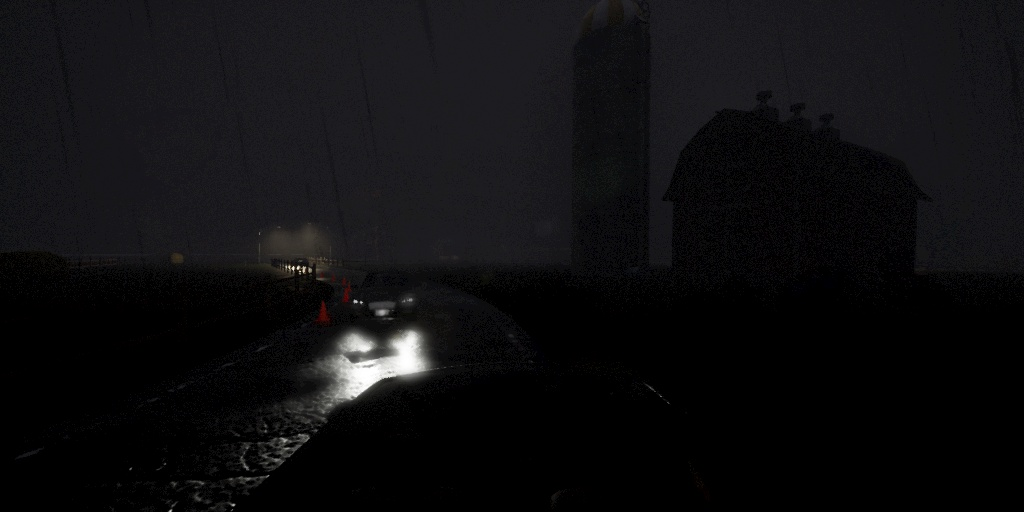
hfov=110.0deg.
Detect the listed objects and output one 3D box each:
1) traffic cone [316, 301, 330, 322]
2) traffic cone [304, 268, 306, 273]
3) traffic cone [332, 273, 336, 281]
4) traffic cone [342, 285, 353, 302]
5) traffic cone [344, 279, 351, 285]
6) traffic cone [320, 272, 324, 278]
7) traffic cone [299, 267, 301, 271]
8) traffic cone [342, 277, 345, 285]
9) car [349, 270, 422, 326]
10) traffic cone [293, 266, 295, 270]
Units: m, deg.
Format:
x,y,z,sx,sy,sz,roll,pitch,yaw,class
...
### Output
x,y,z,sx,sy,sz,roll,pitch,yaw,class
-5.832,1.701,11.070,0.340,0.580,0.340,0,0,-14,traffic cone
-23.043,1.587,40.061,0.340,0.580,0.340,0,0,-37,traffic cone
-13.991,1.661,28.106,0.340,0.580,0.340,0,0,-37,traffic cone
-7.223,1.695,15.614,0.340,0.580,0.340,0,0,-20,traffic cone
-9.060,1.686,19.997,0.340,0.580,0.340,0,0,-26,traffic cone
-17.006,1.638,32.088,0.340,0.580,0.340,0,0,-37,traffic cone
-26.063,1.559,44.047,0.340,0.580,0.340,0,0,-37,traffic cone
-11.323,1.674,24.174,0.340,0.580,0.340,0,0,-31,traffic cone
-4.085,1.233,11.884,2.128,1.511,4.902,0,0,-15,car
-29.081,1.532,48.033,0.340,0.580,0.340,0,0,-37,traffic cone
